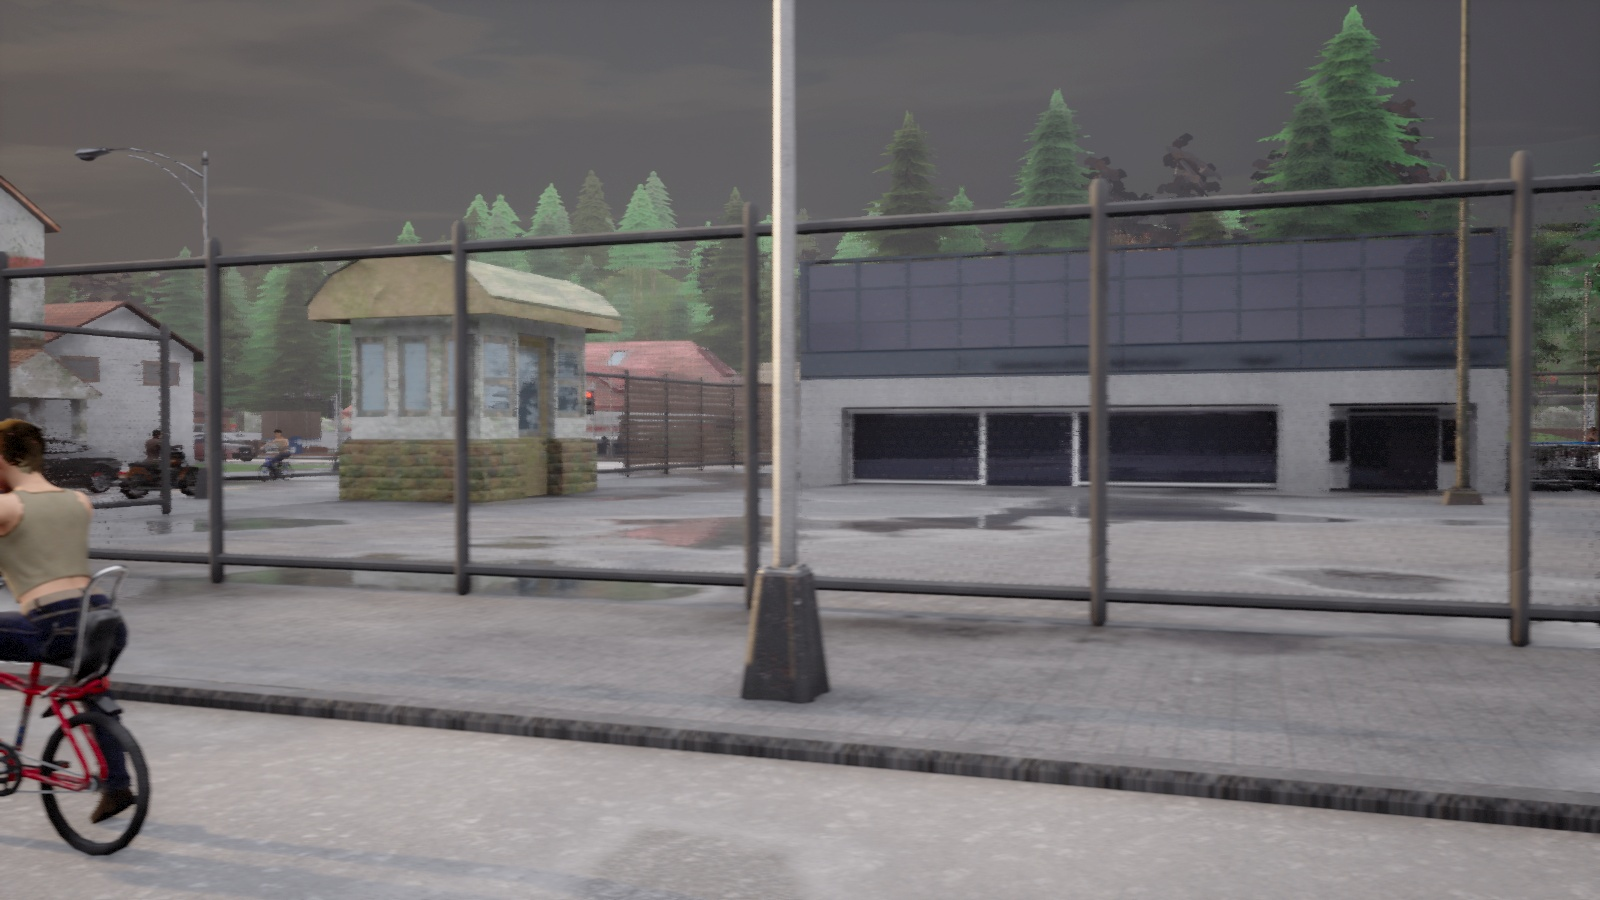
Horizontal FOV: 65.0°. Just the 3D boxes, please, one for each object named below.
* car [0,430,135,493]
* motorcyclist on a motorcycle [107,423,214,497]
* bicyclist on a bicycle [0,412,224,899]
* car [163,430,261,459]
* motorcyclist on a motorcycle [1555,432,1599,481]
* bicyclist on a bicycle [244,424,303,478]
[{"bbox_3d":[-18.754,0.242,30.422,1.812,1.442,4.674,1,1,19],"label":"car"},{"bbox_3d":[-14.898,0.206,29.325,0.766,1.649,2.350,1,1,20],"label":"motorcyclist on a motorcycle"},{"bbox_3d":[-3.131,0.664,4.811,1.509,1.612,0.866,1,1,20],"label":"bicyclist on a bicycle"},{"bbox_3d":[-28.966,-0.298,61.866,4.181,1.385,1.994,1,1,19],"label":"car"},{"bbox_3d":[26.887,0.217,42.329,2.350,1.649,0.766,1,1,18],"label":"motorcyclist on a motorcycle"},{"bbox_3d":[-16.018,0.037,38.233,0.866,1.612,1.509,1,0,19],"label":"bicyclist on a bicycle"}]
